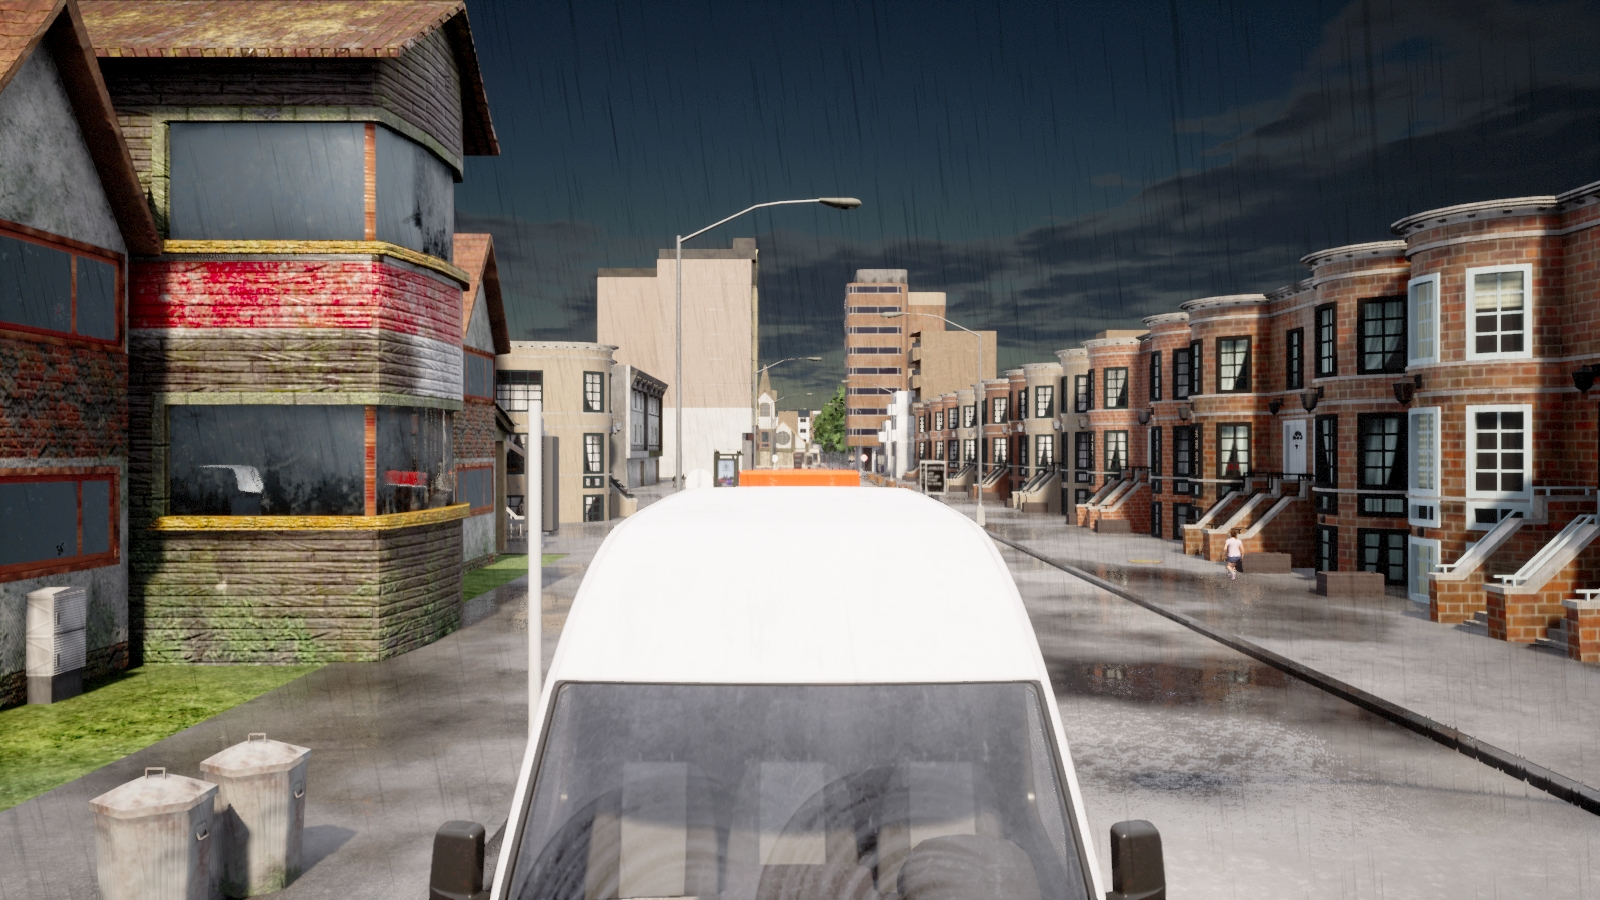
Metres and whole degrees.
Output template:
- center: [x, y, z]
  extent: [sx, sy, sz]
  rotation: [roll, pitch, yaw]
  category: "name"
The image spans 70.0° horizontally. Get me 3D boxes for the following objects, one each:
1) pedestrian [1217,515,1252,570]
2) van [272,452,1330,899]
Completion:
- center: [8.993, 1.904, 23.657]
  extent: [0.500, 1.100, 0.500]
  rotation: [0, 0, -4]
  category: "pedestrian"
- center: [-0.003, 1.313, 5.112]
  extent: [1.988, 2.561, 5.915]
  rotation: [0, 0, 0]
  category: "van"
